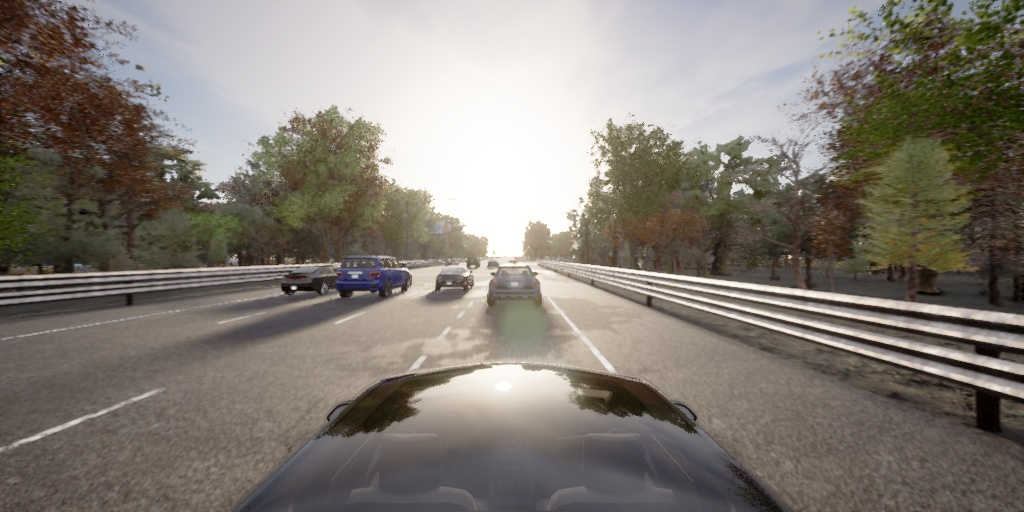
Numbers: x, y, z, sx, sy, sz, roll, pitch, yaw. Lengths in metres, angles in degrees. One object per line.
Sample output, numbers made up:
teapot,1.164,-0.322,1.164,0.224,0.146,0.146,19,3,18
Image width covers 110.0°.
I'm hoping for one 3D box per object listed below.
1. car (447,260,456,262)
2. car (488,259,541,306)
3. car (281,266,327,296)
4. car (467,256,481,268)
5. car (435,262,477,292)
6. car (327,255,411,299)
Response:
car,-10.373,1.419,62.407,1.895,1.301,4.718,0,0,0
car,0.105,1.117,16.006,2.097,1.767,4.553,0,0,0
car,-10.394,1.271,19.510,1.837,1.490,4.892,0,0,0
car,-6.872,1.044,64.476,2.150,2.045,5.566,0,0,0
car,-3.393,1.296,21.653,1.812,1.442,4.674,0,0,0
car,-6.894,0.988,18.431,2.150,2.045,5.566,0,0,0
